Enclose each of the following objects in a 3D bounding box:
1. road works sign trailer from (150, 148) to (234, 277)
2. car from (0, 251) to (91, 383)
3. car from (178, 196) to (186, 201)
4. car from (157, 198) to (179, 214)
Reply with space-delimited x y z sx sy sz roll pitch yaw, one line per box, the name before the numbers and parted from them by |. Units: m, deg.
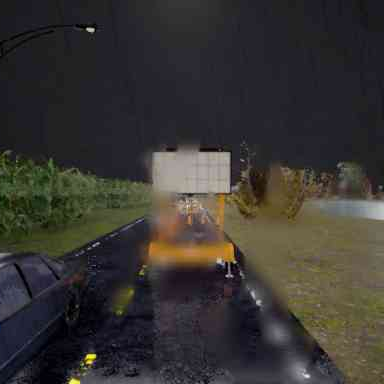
road works sign trailer | -0.004 0.471 10.218 2.380 3.560 2.880 0 0 0
car | -2.853 1.549 4.156 2.033 1.411 5.357 0 0 0
car | -2.772 1.772 90.220 1.812 1.442 4.674 0 0 0
car | -2.762 1.648 36.866 1.895 1.301 4.718 0 0 0
